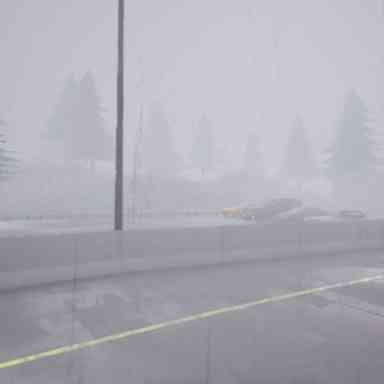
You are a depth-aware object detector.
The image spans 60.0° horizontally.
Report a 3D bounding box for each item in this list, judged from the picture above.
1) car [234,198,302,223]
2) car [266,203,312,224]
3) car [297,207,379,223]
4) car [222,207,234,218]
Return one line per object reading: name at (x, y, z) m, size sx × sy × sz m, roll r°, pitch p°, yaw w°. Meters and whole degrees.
car at (6.658, 1.504, 27.281) m, size 5.566 × 2.045 × 2.150 m, roll 1°, pitch 0°, yaw -22°
car at (8.004, 1.754, 24.050) m, size 4.674 × 1.442 × 1.812 m, roll 1°, pitch 0°, yaw -22°
car at (9.296, 1.806, 20.797) m, size 4.718 × 1.301 × 1.895 m, roll 1°, pitch 0°, yaw -22°
car at (5.114, 1.666, 30.427) m, size 5.008 × 1.535 × 1.882 m, roll 1°, pitch 0°, yaw -22°
